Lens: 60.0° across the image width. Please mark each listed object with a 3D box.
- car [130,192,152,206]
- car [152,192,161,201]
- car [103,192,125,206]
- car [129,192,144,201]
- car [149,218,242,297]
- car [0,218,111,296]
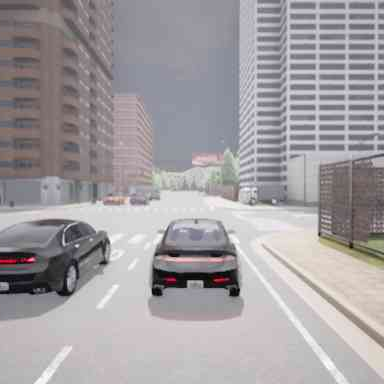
[{"bbox_3d":[-7.052,0.902,44.980,2.097,1.767,4.553,0,1,0],"label":"car"},{"bbox_3d":[-6.994,0.872,63.422,1.837,1.490,4.892,0,0,0],"label":"car"},{"bbox_3d":[-10.565,0.901,45.117,2.097,1.767,4.553,0,1,0],"label":"car"},{"bbox_3d":[-10.493,0.844,63.306,1.882,1.535,5.008,0,0,0],"label":"car"},{"bbox_3d":[0.107,1.407,8.360,2.128,1.511,4.902,0,1,1],"label":"car"},{"bbox_3d":[-3.419,1.420,8.383,1.837,1.490,4.892,0,1,0],"label":"car"}]
